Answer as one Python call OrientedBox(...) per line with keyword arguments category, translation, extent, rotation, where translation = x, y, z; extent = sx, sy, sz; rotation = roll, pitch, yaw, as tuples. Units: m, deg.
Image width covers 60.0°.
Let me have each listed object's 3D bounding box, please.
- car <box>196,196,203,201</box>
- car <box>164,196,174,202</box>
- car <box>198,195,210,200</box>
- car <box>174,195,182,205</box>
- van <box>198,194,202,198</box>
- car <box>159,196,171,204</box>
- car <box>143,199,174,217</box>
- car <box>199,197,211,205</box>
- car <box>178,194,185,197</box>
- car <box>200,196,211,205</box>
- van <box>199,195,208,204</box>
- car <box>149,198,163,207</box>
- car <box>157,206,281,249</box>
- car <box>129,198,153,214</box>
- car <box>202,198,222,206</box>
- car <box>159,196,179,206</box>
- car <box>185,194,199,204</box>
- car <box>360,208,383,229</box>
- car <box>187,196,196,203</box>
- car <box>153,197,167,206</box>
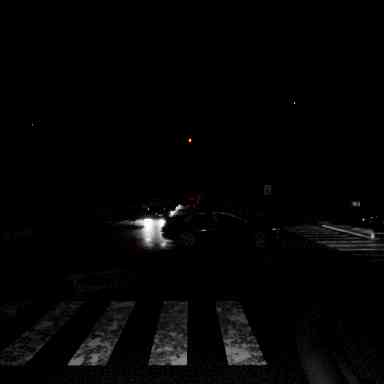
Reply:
OrientedBox(category="car", translation=(2.084, 1.697, 90.093), extent=(1.812, 1.442, 4.674), rotation=(0, 0, 0))
OrientedBox(category="car", translation=(-5.553, 1.694, 80.228), extent=(2.008, 1.369, 4.403), rotation=(0, 0, 0))
OrientedBox(category="car", translation=(2.410, 1.636, 52.657), extent=(1.947, 1.339, 4.313), rotation=(0, 0, 0))
OrientedBox(category="car", translation=(-3.075, 1.633, 51.962), extent=(1.994, 1.385, 4.181), rotation=(0, 0, 0))
OrientedBox(category="van", translation=(2.422, 1.424, 58.168), extent=(1.690, 1.788, 3.998), rotation=(0, 0, 0))
OrientedBox(category="car", translation=(-5.578, 1.551, 69.207), extent=(1.967, 1.590, 4.097), rotation=(0, 0, 0))
OrientedBox(category="car", translation=(-3.143, 1.634, 32.022), extent=(1.895, 1.301, 4.718), rotation=(0, 0, 1))
OrientedBox(category="car", translation=(2.435, 1.647, 63.678), extent=(2.008, 1.369, 4.403), rotation=(0, 0, 0))
OrientedBox(category="car", translation=(-3.008, 1.584, 62.043), extent=(2.128, 1.511, 4.902), rotation=(0, 0, 1))
OrientedBox(category="car", translation=(2.397, 1.641, 47.147), extent=(1.802, 1.307, 4.206), rotation=(0, 0, 0))
OrientedBox(category="van", translation=(2.447, 1.452, 69.189), extent=(1.690, 1.788, 3.998), rotation=(0, 0, 0))
OrientedBox(category="car", translation=(-5.615, 1.652, 52.675), extent=(1.802, 1.307, 4.206), rotation=(0, 0, 0))
OrientedBox(category="car", translation=(1.182, 1.482, 13.896), extent=(4.902, 1.511, 2.128), rotation=(0, 0, 0))
OrientedBox(category="car", translation=(-5.652, 1.480, 36.143), extent=(1.967, 1.590, 4.097), rotation=(0, 0, 0))
OrientedBox(category="car", translation=(2.373, 1.606, 36.124), extent=(1.947, 1.339, 4.313), rotation=(0, 0, 0))
OrientedBox(category="car", translation=(-3.097, 1.614, 41.978), extent=(1.994, 1.385, 4.181), rotation=(0, 0, 1))
OrientedBox(category="car", translation=(-0.099, 1.588, 63.698), extent=(2.128, 1.511, 4.902), rotation=(0, 0, 0))
OrientedBox(category="car", translation=(13.042, 1.457, 20.633), extent=(4.892, 1.490, 1.837), rotation=(0, 0, 0))
OrientedBox(category="car", translation=(-0.171, 1.679, 74.051), extent=(1.994, 1.385, 4.181), rotation=(0, 0, 0))
OrientedBox(category="car", translation=(-5.603, 1.633, 58.186), extent=(2.008, 1.369, 4.403), rotation=(0, 0, 0))
